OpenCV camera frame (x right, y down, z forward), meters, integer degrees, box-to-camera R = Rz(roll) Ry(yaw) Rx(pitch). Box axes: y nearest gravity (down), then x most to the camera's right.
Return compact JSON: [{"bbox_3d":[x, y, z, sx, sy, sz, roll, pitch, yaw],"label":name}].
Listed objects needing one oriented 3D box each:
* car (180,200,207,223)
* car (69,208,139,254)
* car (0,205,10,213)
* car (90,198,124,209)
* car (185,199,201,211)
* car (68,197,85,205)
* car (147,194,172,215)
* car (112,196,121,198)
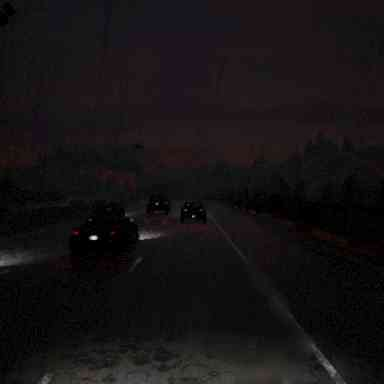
[{"bbox_3d":[0.108,1.495,25.637,2.128,1.511,4.902,0,0,0],"label":"car"},{"bbox_3d":[-3.397,1.561,13.513,1.994,1.385,4.181,0,0,0],"label":"car"},{"bbox_3d":[-14.091,1.493,22.079,2.128,1.511,4.902,0,0,0],"label":"car"},{"bbox_3d":[-6.891,1.498,27.682,2.128,1.511,4.902,0,0,0],"label":"car"},{"bbox_3d":[0.113,1.635,42.930,1.895,1.301,4.718,0,0,0],"label":"car"},{"bbox_3d":[-21.239,1.621,61.523,1.812,1.442,4.674,0,0,-3],"label":"car"},{"bbox_3d":[-3.389,1.239,34.929,2.150,2.045,5.566,0,0,0],"label":"car"},{"bbox_3d":[-14.340,1.603,63.126,1.837,1.490,4.892,0,0,-3],"label":"car"}]
